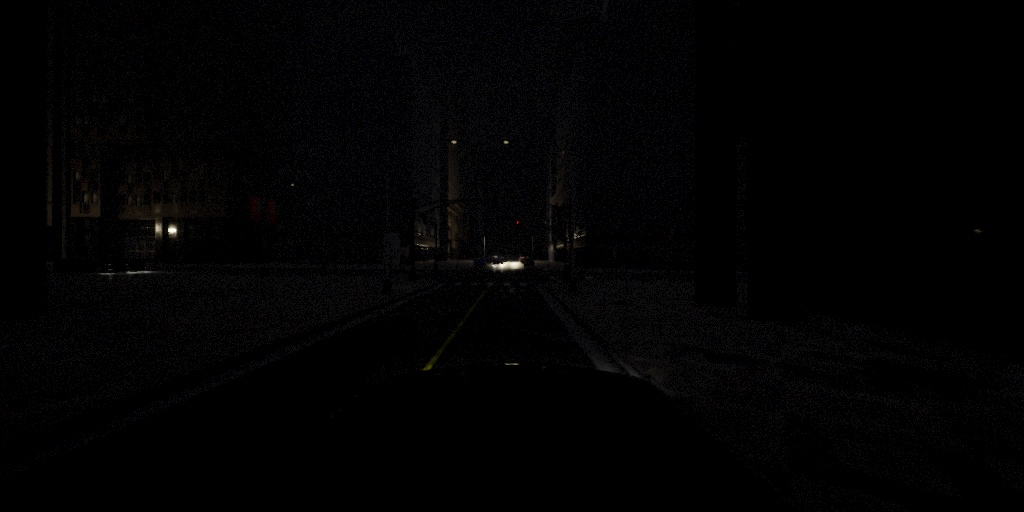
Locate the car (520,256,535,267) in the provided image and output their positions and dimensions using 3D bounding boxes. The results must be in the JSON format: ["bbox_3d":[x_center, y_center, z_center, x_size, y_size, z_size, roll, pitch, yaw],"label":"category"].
[{"bbox_3d":[2.897,1.186,61.219,1.948,1.339,4.313,0,0,0],"label":"car"}]

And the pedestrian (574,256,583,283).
[{"bbox_3d":[4.320,0.862,23.733,0.375,1.860,0.375,0,0,0],"label":"pedestrian"}]

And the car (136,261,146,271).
[{"bbox_3d":[-37.548,0.789,34.084,4.181,1.385,1.994,1,0,1],"label":"car"}]

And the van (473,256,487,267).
[{"bbox_3d":[-5.628,0.961,61.276,1.690,1.789,3.998,0,0,0],"label":"van"}]

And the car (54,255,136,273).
[{"bbox_3d":[-36.062,0.714,30.817,5.008,1.535,1.882,1,0,0],"label":"car"}]

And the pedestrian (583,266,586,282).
[{"bbox_3d":[4.597,0.859,24.332,0.375,1.860,0.375,0,0,0],"label":"pedestrian"}]

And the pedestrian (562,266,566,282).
[{"bbox_3d":[3.639,1.236,24.932,0.500,1.100,0.500,0,0,0],"label":"pedestrian"}]
